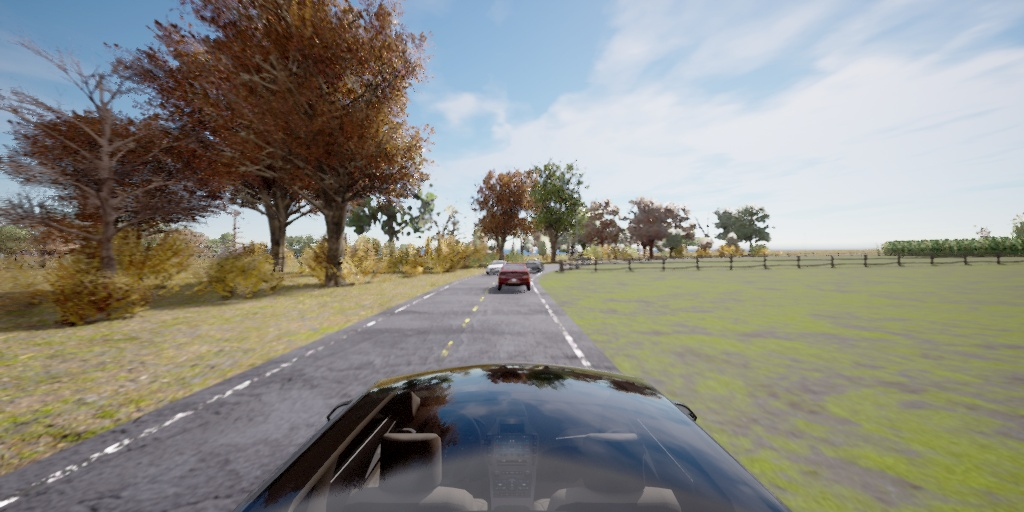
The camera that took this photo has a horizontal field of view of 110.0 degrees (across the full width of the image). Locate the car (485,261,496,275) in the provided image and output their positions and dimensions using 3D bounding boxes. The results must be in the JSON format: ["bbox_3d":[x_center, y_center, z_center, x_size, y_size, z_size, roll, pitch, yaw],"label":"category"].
[{"bbox_3d":[-1.401,1.195,36.959,1.812,1.442,4.674,0,0,10],"label":"car"}]

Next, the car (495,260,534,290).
[{"bbox_3d":[0.159,1.192,22.391,1.882,1.535,5.008,0,0,1],"label":"car"}]

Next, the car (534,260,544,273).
[{"bbox_3d":[2.634,1.149,41.960,2.128,1.511,4.902,0,0,13],"label":"car"}]
